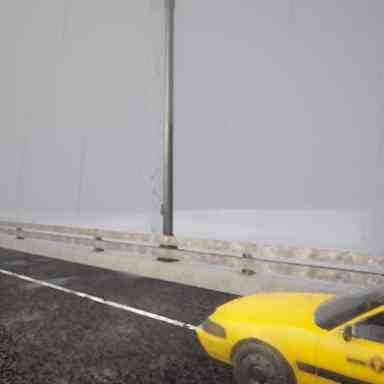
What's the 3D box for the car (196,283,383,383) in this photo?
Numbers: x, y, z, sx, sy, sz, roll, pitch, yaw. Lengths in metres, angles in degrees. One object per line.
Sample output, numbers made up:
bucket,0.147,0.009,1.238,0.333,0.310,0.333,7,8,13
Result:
car,2.525,1.587,3.421,5.366,1.575,1.801,-1,-2,37
